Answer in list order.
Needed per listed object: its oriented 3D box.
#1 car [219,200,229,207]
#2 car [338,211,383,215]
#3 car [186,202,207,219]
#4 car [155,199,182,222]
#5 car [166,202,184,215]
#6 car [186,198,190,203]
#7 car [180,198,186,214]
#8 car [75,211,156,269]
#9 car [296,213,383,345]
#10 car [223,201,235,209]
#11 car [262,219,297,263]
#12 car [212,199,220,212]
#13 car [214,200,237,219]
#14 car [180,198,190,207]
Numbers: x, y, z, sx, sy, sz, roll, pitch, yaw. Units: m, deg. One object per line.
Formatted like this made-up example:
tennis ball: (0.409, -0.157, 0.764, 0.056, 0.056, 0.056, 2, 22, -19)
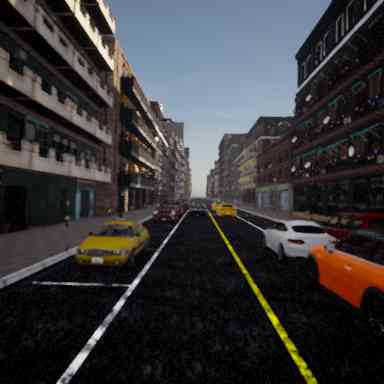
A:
car: (7.072, 2.529, 73.562, 1.887, 1.381, 4.507, 2, -1, 1)
car: (5.837, 1.586, 11.581, 2.192, 1.841, 5.009, 2, -1, 1)
car: (0.597, 2.002, 34.518, 1.895, 1.301, 4.718, 1, -1, 1)
car: (-2.206, 1.709, 28.658, 1.967, 1.590, 4.097, 2, -1, 1)
car: (-1.984, 1.981, 39.927, 1.802, 1.307, 4.206, 2, -1, 1)
car: (-1.524, 1.972, 62.469, 2.192, 1.841, 5.009, 2, -1, 1)
car: (-2.089, 1.649, 34.295, 2.192, 1.841, 5.009, 2, -1, 1)
car: (-2.550, 1.596, 11.582, 1.752, 1.417, 4.829, 2, -1, 1)
car: (3.947, 1.524, 6.813, 2.097, 1.767, 4.553, 1, -1, 1)
car: (6.850, 2.383, 62.462, 1.752, 1.417, 4.829, 2, -1, 1)
car: (3.987, 1.767, 12.832, 1.812, 1.442, 4.674, 1, -1, 1)
car: (3.879, 2.111, 48.410, 1.882, 1.535, 5.008, 1, 0, 1)
car: (3.647, 1.963, 35.531, 1.882, 1.535, 5.008, 1, -1, 2)
car: (-1.415, 2.162, 68.102, 1.967, 1.590, 4.097, 2, -1, 1)
